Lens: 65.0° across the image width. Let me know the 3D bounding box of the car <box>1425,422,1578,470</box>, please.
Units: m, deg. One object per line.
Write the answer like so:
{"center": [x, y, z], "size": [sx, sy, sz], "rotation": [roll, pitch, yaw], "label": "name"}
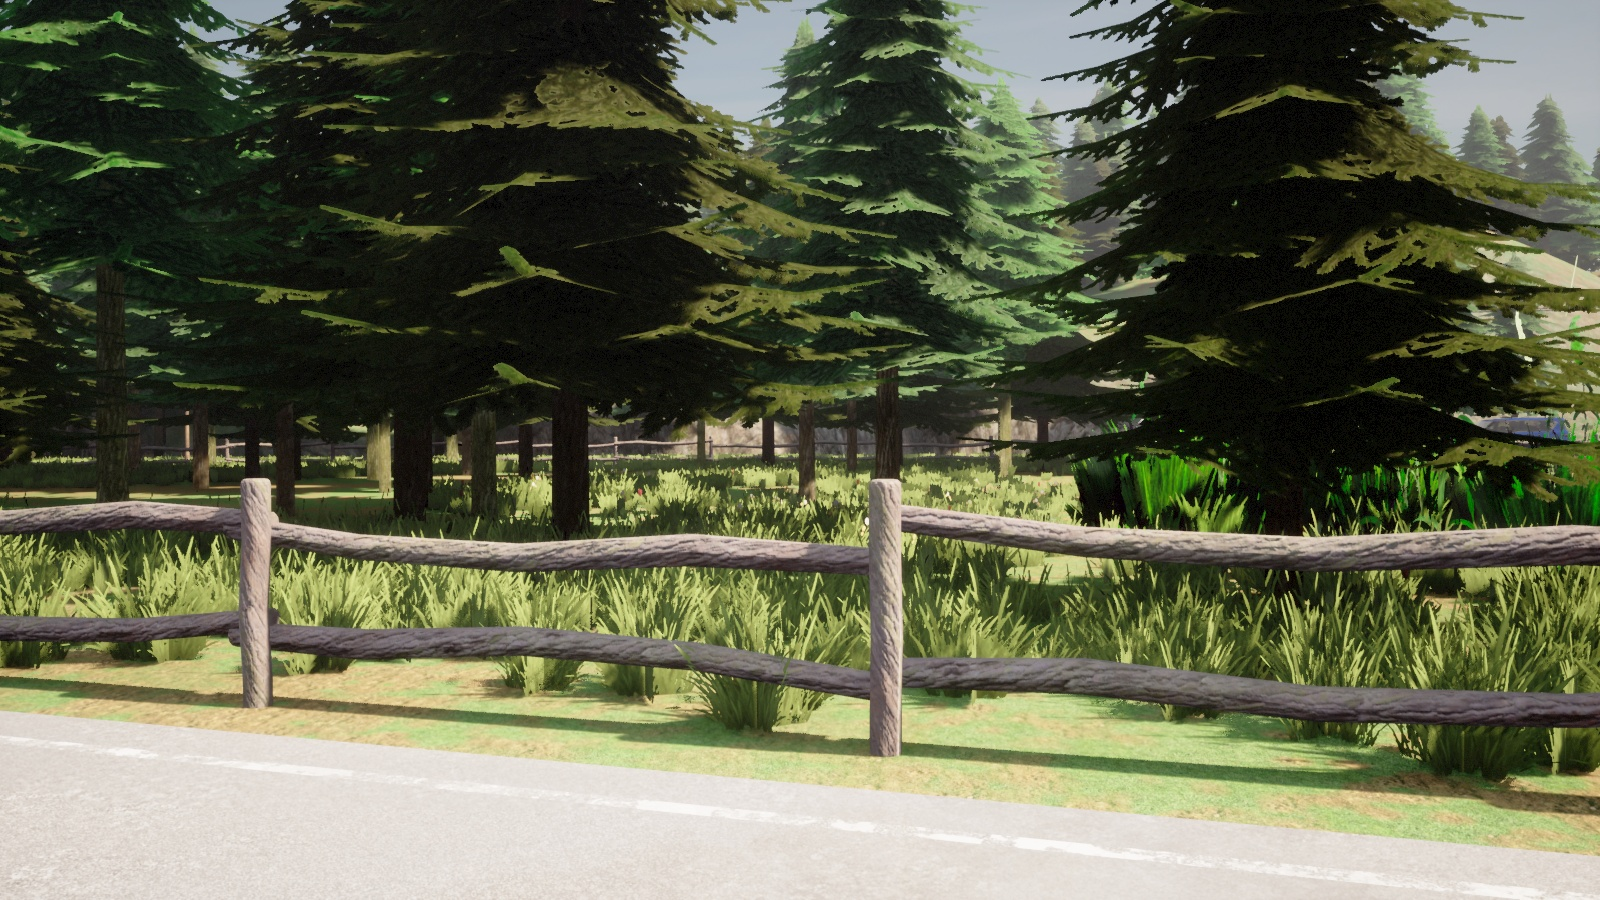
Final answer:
{"center": [31.290, -0.202, 56.163], "size": [5.566, 2.045, 2.150], "rotation": [0, 1, 9], "label": "car"}
